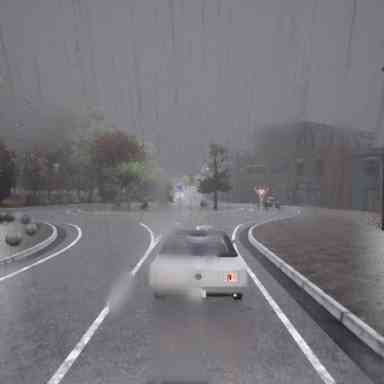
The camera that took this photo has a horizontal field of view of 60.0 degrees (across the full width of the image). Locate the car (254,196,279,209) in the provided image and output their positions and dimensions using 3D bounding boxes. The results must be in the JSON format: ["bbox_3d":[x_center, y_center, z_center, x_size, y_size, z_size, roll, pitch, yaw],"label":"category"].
[{"bbox_3d":[9.222,1.286,41.068,1.837,1.490,4.892,2,0,-7],"label":"car"}]

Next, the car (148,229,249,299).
[{"bbox_3d":[0.175,1.595,8.373,1.895,1.301,4.718,0,0,2],"label":"car"}]
